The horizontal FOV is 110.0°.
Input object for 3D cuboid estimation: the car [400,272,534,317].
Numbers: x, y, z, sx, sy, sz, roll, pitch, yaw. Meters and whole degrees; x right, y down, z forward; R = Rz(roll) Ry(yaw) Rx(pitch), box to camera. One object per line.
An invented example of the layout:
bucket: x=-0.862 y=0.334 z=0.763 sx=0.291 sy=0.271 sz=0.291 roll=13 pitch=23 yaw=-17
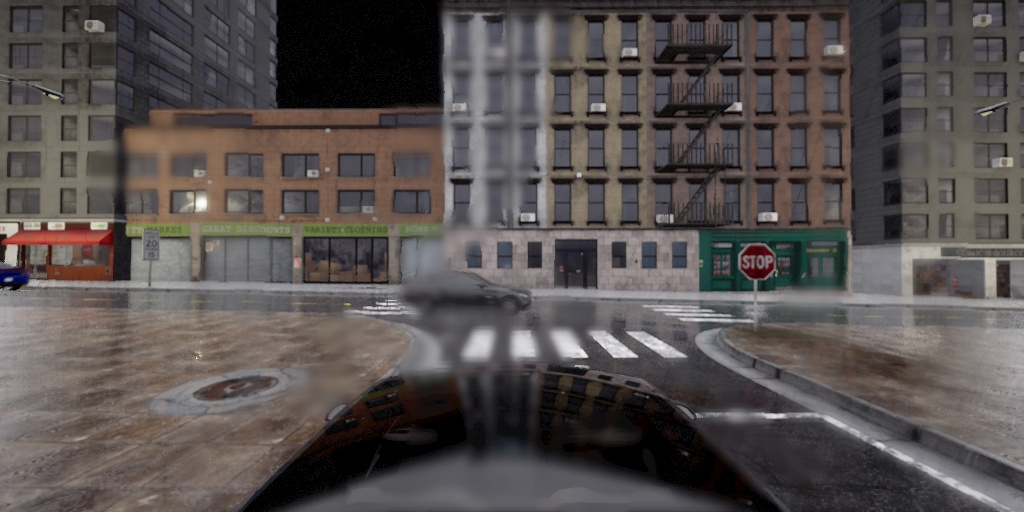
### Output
car: x=-1.570 y=1.293 z=12.763 sx=4.674 sy=1.442 sz=1.812 roll=1 pitch=-1 yaw=1

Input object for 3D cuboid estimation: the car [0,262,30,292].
car: x=-24.729 y=0.855 z=15.893 sx=5.008 sy=1.535 sz=1.882 roll=1 pitch=-1 yaw=0

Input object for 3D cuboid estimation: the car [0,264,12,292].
car: x=-21.775 y=0.995 z=12.904 sx=4.718 sy=1.301 sz=1.895 roll=1 pitch=-1 yaw=0
